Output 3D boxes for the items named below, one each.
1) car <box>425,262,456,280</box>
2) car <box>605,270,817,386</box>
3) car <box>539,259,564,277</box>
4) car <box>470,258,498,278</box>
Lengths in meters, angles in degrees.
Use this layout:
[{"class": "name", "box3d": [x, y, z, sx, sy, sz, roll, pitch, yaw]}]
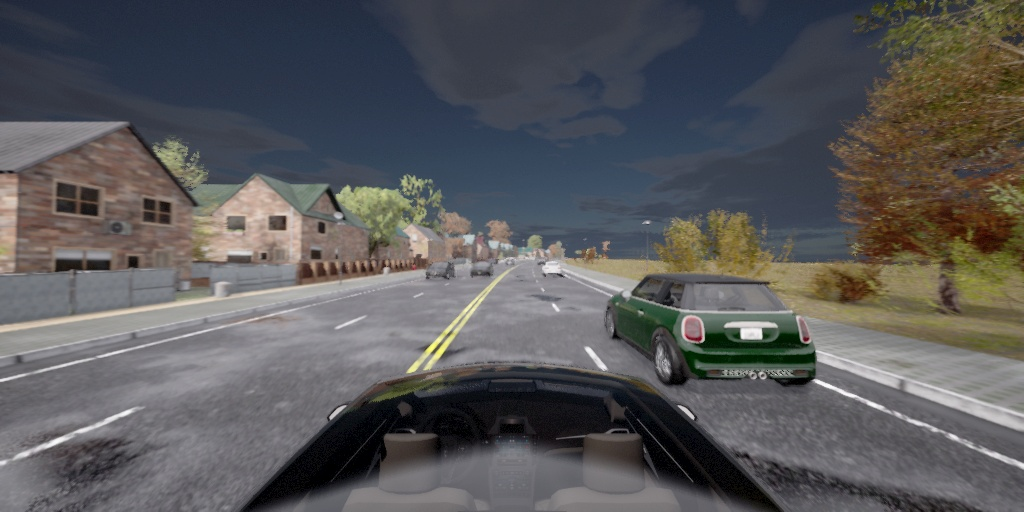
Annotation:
[{"class": "car", "box3d": [-6.116, 1.246, 31.093, 1.837, 1.490, 4.892, 0, 0, 2]}, {"class": "car", "box3d": [3.369, 1.108, 7.153, 2.097, 1.767, 4.553, 0, 0, 0]}, {"class": "car", "box3d": [3.982, 1.277, 36.041, 1.812, 1.442, 4.674, 0, 0, 2]}, {"class": "car", "box3d": [-2.767, 1.222, 33.970, 1.882, 1.535, 5.008, 0, 0, 2]}]
